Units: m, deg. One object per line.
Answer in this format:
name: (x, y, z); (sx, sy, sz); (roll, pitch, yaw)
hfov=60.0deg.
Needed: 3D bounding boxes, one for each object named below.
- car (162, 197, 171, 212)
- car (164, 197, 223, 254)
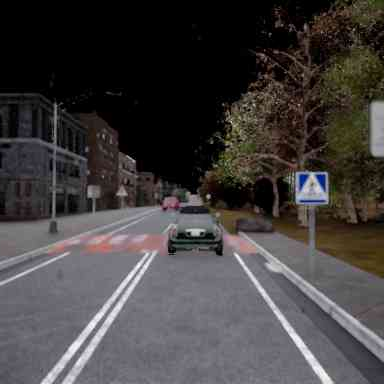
car: (-3.049, 1.749, 47.699); (2.150, 2.045, 5.566); (0, -1, 1)
car: (0.141, 1.336, 14.213); (2.097, 1.767, 4.553); (0, 5, 0)
